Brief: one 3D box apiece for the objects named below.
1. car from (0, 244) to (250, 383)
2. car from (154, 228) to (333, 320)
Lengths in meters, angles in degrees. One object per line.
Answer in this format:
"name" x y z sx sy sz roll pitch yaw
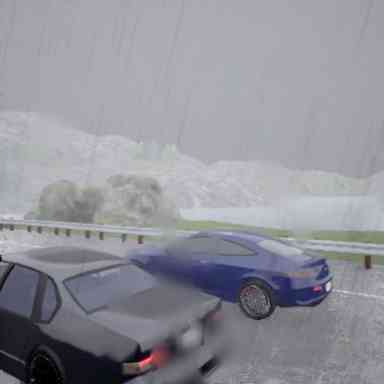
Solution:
"car" -2.095 1.549 4.809 5.357 1.411 2.033 0 0 34
"car" 0.523 1.510 7.218 4.674 1.442 1.812 0 0 34
